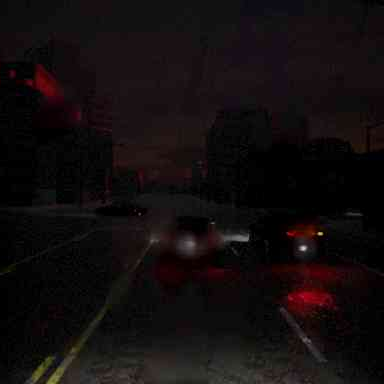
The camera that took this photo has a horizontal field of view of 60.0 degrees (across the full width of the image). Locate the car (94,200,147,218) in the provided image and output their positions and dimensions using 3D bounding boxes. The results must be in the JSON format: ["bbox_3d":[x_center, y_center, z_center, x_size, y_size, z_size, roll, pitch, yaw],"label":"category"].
[{"bbox_3d":[-6.536,1.636,30.069,4.718,1.301,1.895,0,0,29],"label":"car"}]

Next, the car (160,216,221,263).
[{"bbox_3d":[-0.074,1.567,11.997,1.994,1.385,4.181,0,0,-1],"label":"car"}]

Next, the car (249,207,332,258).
[{"bbox_3d":[3.414,1.506,12.717,1.837,1.490,4.892,0,0,-1],"label":"car"}]

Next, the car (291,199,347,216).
[{"bbox_3d":[11.319,1.356,29.785,4.892,1.490,1.837,-1,-2,-7],"label":"car"}]

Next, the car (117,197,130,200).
[{"bbox_3d":[-13.508,2.007,62.857,1.895,1.301,4.718,0,-1,-3],"label":"car"}]

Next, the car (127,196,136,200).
[{"bbox_3d":[-14.512,1.978,78.260,2.150,2.045,5.566,0,-1,-4],"label":"car"}]
